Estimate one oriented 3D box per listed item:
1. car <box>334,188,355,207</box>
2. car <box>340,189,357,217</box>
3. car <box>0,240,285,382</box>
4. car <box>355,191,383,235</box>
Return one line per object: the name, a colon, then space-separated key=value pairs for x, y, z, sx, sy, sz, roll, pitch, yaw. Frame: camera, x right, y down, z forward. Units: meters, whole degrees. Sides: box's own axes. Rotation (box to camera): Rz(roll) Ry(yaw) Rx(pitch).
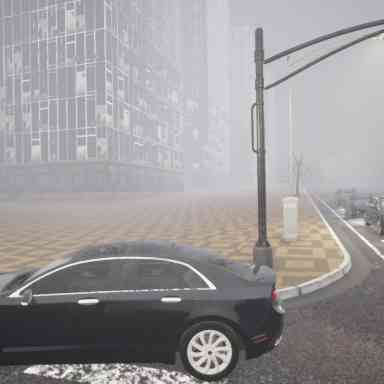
car: x=13.175 y=0.401 z=28.203 sx=2.128 sy=1.511 sz=4.902 roll=-1 pitch=2 yaw=18
car: x=10.820 y=0.759 z=20.834 sx=1.994 sy=1.385 sz=4.181 roll=-1 pitch=2 yaw=17
car: x=-1.188 y=1.505 z=4.804 sx=4.892 sy=1.490 sz=1.837 roll=0 pitch=0 yaw=-1
car: x=8.823 y=0.928 z=14.523 sx=2.128 sy=1.511 sz=4.902 roll=-1 pitch=2 yaw=18
